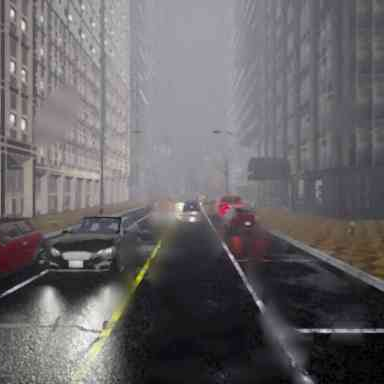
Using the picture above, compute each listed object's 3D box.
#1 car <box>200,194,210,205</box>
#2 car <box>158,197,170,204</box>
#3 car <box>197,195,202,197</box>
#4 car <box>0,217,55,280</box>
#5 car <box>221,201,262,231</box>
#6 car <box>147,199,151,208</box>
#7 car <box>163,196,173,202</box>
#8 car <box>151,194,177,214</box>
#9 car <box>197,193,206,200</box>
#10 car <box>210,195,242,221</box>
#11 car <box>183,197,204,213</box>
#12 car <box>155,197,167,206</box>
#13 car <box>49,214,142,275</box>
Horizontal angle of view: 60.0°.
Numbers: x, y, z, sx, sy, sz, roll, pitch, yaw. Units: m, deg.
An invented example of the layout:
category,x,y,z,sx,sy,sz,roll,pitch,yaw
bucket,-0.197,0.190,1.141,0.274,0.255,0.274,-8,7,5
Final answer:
category,x,y,z,sx,sy,sz,roll,pitch,yaw
car,2.550,1.459,52.303,1.967,1.590,4.097,0,0,0
car,-5.332,1.586,63.396,1.947,1.339,4.313,0,0,0
car,0.005,1.583,48.554,1.994,1.385,4.181,0,0,1
car,-5.383,1.444,8.432,1.967,1.590,4.097,0,0,0
car,3.018,1.535,20.285,1.812,1.442,4.674,0,0,0
car,-5.328,1.599,46.754,1.802,1.307,4.206,0,0,0
car,-5.335,1.603,74.492,1.802,1.307,4.206,0,0,0
car,-2.853,1.367,35.992,2.097,1.767,4.553,0,0,0
car,2.545,1.336,91.134,2.192,1.841,5.009,0,0,0
car,2.974,1.240,27.315,2.150,2.045,5.566,0,0,0
car,0.011,1.580,37.827,1.994,1.385,4.181,0,0,1
car,-5.331,1.545,57.679,1.752,1.417,4.829,0,0,0
car,-2.814,1.497,10.579,2.128,1.511,4.902,0,0,0
